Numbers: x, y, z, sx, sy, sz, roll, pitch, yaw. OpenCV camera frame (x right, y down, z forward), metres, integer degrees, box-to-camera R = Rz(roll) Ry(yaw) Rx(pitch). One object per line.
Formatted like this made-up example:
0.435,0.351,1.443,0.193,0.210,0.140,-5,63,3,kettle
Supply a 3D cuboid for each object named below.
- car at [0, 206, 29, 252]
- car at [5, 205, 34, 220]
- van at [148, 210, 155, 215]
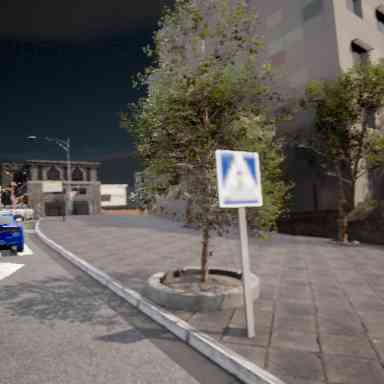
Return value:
-8.251,1.595,13.950,1.882,1.535,5.008,-1,1,-31,car
-13.959,1.678,26.431,1.895,1.301,4.718,-3,-2,-15,car
-7.042,4.653,66.735,1.878,1.987,4.442,5,-9,-44,van
